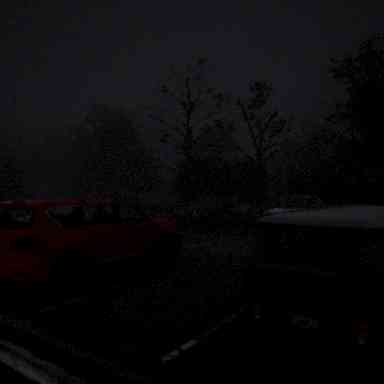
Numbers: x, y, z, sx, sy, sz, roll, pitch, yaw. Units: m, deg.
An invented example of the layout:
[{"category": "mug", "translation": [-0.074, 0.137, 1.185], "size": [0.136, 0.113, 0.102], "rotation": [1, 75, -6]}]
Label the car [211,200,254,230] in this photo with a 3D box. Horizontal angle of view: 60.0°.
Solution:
[{"category": "car", "translation": [3.503, 1.447, 19.763], "size": [2.231, 1.521, 4.892], "rotation": [0, 0, 35]}]

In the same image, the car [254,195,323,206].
[{"category": "car", "translation": [5.782, 1.193, 18.149], "size": [2.435, 2.045, 5.566], "rotation": [0, 0, 35]}]

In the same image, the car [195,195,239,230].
[{"category": "car", "translation": [1.299, 1.200, 21.270], "size": [2.435, 2.045, 5.566], "rotation": [0, 0, 35]}]

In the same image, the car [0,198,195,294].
[{"category": "car", "translation": [-2.572, 1.191, 9.086], "size": [2.435, 2.045, 5.566], "rotation": [0, 0, 35]}]

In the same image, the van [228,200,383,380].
[{"category": "van", "translation": [2.548, 1.239, 5.602], "size": [1.878, 1.987, 4.442], "rotation": [0, 0, 35]}]
